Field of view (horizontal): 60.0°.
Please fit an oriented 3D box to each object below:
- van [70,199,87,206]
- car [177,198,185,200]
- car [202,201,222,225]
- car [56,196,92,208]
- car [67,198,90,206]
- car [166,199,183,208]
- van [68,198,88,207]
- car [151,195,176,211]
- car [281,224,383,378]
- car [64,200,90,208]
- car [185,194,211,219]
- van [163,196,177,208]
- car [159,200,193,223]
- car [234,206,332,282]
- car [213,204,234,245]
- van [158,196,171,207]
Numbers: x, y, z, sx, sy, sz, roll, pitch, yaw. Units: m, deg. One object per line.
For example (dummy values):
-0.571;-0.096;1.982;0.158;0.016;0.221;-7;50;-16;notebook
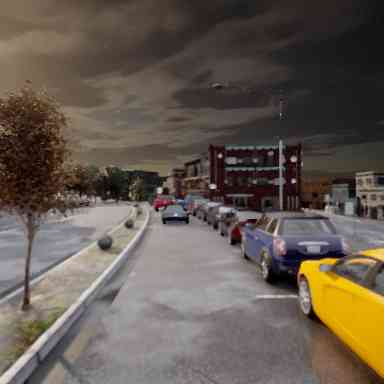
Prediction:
-30.607;2.802;89.777;4.442;1.987;1.878;0;-1;-21;van
0.125;1.299;37.708;2.435;2.045;5.566;0;0;-8;car
2.068;1.521;21.155;2.002;1.452;4.674;0;0;-4;car
-20.141;1.721;55.881;5.566;2.045;2.435;0;-1;-13;car
-29.774;2.707;87.159;5.566;2.045;2.435;0;-1;-20;car
-2.852;1.858;54.019;2.002;1.452;4.674;0;-1;-12;car
-27.144;2.510;79.549;4.442;1.987;1.878;0;-2;-19;van
-3.727;1.365;42.944;2.150;2.045;5.566;0;-1;-10;car
2.965;1.478;4.409;2.097;1.535;5.008;0;0;-1;car
-22.953;2.320;66.558;4.892;1.521;2.231;0;-2;-15;car
0.887;1.381;32.149;2.185;1.767;4.553;0;0;-7;car
-4.060;1.729;59.566;1.878;1.987;4.442;0;-1;-12;van
-1.332;1.569;25.367;1.994;1.385;4.181;0;0;-6;car
2.791;1.353;9.931;2.185;1.767;4.553;0;0;-2;car
2.477;1.509;15.650;2.163;1.488;4.792;0;0;-3;car
-5.374;1.886;64.944;1.878;1.987;4.442;0;-2;-14;van
